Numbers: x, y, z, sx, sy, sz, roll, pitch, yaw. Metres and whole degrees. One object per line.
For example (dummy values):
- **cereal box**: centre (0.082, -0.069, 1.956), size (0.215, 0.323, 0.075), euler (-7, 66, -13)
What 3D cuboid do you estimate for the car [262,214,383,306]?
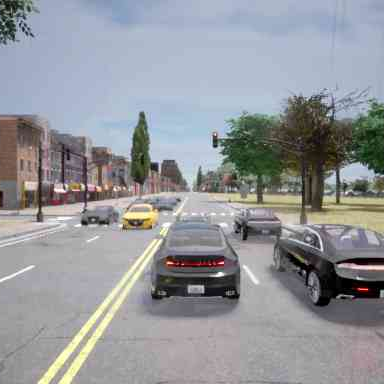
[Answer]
- **car**: centre (3.327, 1.515, 8.026), size (2.128, 1.511, 4.902), euler (0, 0, 0)

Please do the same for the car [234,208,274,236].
- **car**: centre (3.290, 1.577, 17.236), size (2.128, 1.511, 4.902), euler (0, 0, 0)

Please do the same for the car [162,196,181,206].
- **car**: centre (-3.363, 1.578, 55.003), size (2.033, 1.411, 5.357), euler (0, 1, 0)

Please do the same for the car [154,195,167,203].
- **car**: centre (-6.529, 1.449, 69.308), size (2.033, 1.411, 5.357), euler (0, 1, 0)

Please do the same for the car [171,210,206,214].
- **car**: centre (0.045, 1.689, 17.771), size (1.895, 1.301, 4.718), euler (0, 0, 0)

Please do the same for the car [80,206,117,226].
- **car**: centre (-6.611, 1.687, 24.260), size (1.994, 1.385, 4.181), euler (0, 0, 0)

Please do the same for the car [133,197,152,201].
- **car**: centre (-6.617, 1.668, 41.125), size (2.033, 1.411, 5.357), euler (0, 0, 0)

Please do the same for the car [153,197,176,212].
- **car**: centre (-3.364, 1.685, 40.903), size (1.994, 1.385, 4.181), euler (0, 0, 0)

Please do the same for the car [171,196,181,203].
- **car**: centre (-3.279, 1.500, 69.204), size (1.895, 1.301, 4.718), euler (0, 1, 0)

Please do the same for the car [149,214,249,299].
- **car**: centre (0.078, 1.531, 8.466), size (1.837, 1.490, 4.892), euler (0, 0, 0)

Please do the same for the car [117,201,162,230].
- **car**: centre (-3.359, 1.591, 22.343), size (1.882, 1.535, 5.008), euler (0, 0, 0)

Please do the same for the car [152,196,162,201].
- **car**: centre (-6.619, 1.519, 54.908), size (2.128, 1.511, 4.902), euler (0, 1, -1)
